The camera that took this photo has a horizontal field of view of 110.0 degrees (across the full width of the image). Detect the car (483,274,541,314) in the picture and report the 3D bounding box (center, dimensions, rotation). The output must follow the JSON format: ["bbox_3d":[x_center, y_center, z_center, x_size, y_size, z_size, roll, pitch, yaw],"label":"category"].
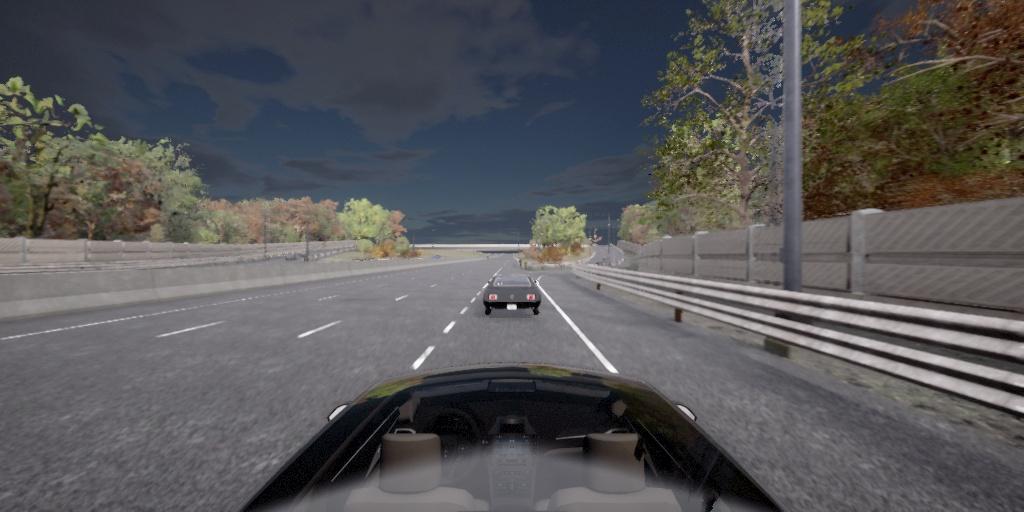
[{"bbox_3d":[0.002,1.342,13.678,1.895,1.301,4.718,0,0,0],"label":"car"}]
